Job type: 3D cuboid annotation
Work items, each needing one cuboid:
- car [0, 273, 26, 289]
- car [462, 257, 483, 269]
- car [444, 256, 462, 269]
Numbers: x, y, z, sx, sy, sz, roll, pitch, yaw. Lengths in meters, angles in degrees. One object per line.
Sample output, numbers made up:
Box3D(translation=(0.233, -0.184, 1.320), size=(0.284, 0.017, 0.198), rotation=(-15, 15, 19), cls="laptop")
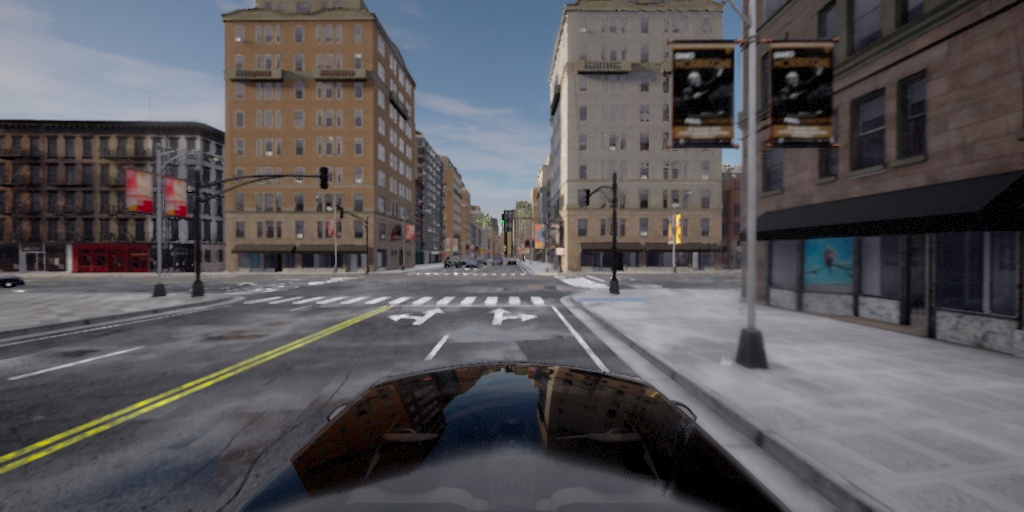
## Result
Box3D(translation=(-34.725, 1.456, 22.859), size=(5.357, 1.411, 2.033), rotation=(0, 0, 0), cls="car")
Box3D(translation=(-6.537, 1.331, 59.452), size=(2.033, 1.411, 5.357), rotation=(0, 0, 1), cls="car")
Box3D(translation=(-9.792, 1.004, 59.446), size=(2.150, 2.045, 5.566), rotation=(0, 0, 1), cls="car")
